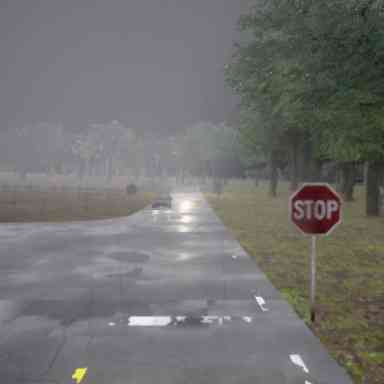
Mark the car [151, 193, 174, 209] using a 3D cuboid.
[{"bbox_3d":[-2.749,0.842,32.247,2.033,1.411,5.357,0,2,0],"label":"car"}]
